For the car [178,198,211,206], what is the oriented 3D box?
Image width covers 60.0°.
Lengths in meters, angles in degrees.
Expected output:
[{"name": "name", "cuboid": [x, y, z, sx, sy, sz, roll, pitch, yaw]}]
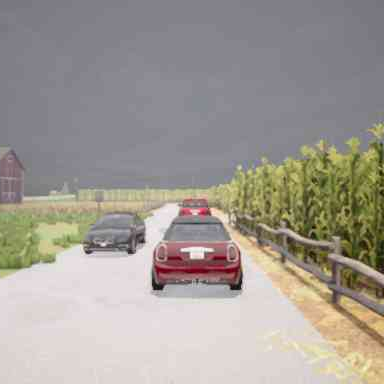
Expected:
[{"name": "car", "cuboid": [0.194, 1.444, 23.342, 2.150, 2.045, 5.566, 0, 0, 0]}]

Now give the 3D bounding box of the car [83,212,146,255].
[{"name": "car", "cuboid": [-3.090, 1.639, 14.126, 1.837, 1.490, 4.892, 0, -1, 1]}]

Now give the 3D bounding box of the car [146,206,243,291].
[{"name": "car", "cuboid": [0.125, 1.441, 9.442, 2.097, 1.767, 4.553, 0, -1, 0]}]
